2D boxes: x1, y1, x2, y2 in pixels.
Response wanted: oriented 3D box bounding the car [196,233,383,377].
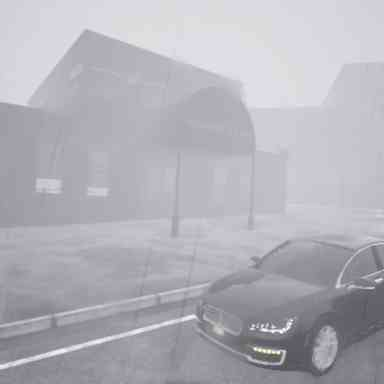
[{"bbox_3d":[2.307,1.524,5.677,4.892,1.490,1.837,0,0,-36],"label":"car"}]
